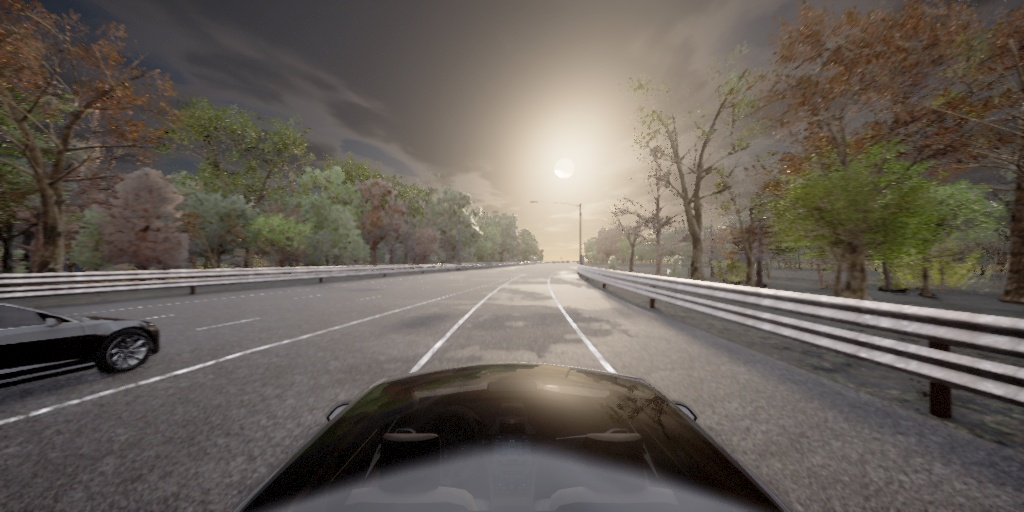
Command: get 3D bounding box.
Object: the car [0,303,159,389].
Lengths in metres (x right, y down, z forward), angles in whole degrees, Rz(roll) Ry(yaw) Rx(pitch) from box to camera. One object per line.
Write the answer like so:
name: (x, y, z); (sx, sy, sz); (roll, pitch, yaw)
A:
car: (-7.797, 1.238, 4.761); (2.163, 1.488, 4.792); (0, -1, 10)
